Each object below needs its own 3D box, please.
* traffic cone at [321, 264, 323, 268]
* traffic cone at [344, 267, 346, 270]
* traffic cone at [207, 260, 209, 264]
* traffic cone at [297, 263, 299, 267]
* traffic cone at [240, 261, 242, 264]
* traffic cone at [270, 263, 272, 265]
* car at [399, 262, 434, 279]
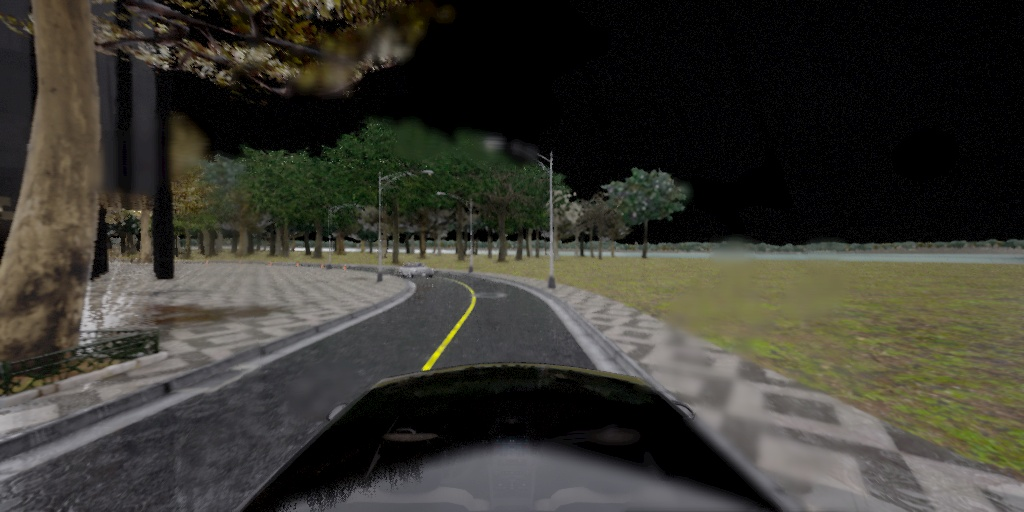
[{"bbox_3d":[-23.698,1.281,44.826,0.340,0.580,0.340,0,0,28],"label":"traffic cone"},{"bbox_3d":[-19.740,1.384,42.377,0.340,0.580,0.340,0,0,35],"label":"traffic cone"},{"bbox_3d":[-41.674,0.890,49.190,0.340,0.580,0.340,0,0,0],"label":"traffic cone"},{"bbox_3d":[-27.934,1.172,46.757,0.340,0.580,0.340,0,0,21],"label":"traffic cone"},{"bbox_3d":[-36.964,0.979,48.952,0.340,0.580,0.340,0,0,6],"label":"traffic cone"},{"bbox_3d":[-32.380,1.072,48.141,0.340,0.580,0.340,0,0,14],"label":"traffic cone"},{"bbox_3d":[-8.293,1.212,31.126,1.895,1.301,4.718,0,0,-31],"label":"car"}]
